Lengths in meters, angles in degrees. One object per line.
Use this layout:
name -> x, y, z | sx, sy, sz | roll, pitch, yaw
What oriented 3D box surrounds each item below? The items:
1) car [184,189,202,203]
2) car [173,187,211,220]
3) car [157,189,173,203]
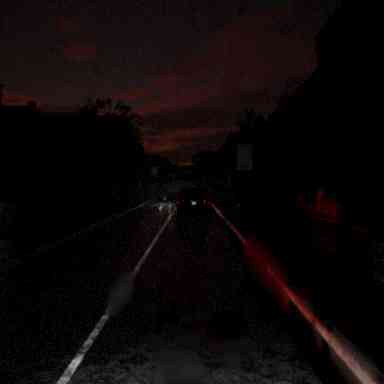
car -> 0.121, 0.402, 40.880 | 2.128, 1.511, 4.902 | 0, 2, 0
car -> 0.111, 0.671, 22.370 | 2.150, 2.045, 5.566 | 0, 2, 0
car -> -3.073, 0.435, 39.770 | 2.128, 1.511, 4.902 | 0, 2, 0
